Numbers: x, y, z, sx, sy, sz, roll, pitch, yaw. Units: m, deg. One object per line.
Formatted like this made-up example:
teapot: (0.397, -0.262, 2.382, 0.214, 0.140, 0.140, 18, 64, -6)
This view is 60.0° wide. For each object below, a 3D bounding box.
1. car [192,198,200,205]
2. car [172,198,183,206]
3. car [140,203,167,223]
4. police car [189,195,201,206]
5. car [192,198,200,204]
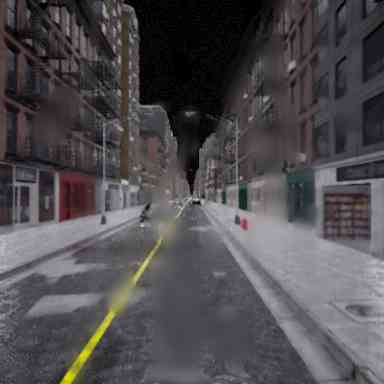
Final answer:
car: (0.900, 2.143, 76.887, 1.812, 1.442, 4.674, 0, -1, 0)
car: (-3.000, 2.051, 68.853, 2.128, 1.511, 4.902, 0, -1, 0)
car: (-3.097, 1.688, 27.406, 1.837, 1.490, 4.892, 0, 0, 0)
police car: (0.900, 1.946, 66.998, 1.930, 1.638, 5.238, 0, -1, 0)
car: (0.900, 2.158, 82.888, 1.882, 1.535, 5.008, 0, -1, 0)
